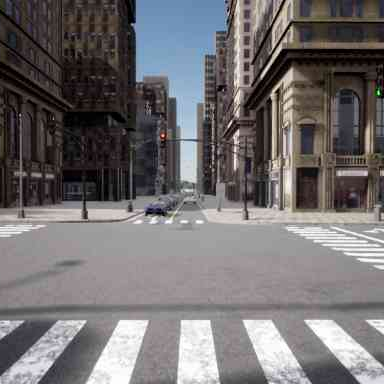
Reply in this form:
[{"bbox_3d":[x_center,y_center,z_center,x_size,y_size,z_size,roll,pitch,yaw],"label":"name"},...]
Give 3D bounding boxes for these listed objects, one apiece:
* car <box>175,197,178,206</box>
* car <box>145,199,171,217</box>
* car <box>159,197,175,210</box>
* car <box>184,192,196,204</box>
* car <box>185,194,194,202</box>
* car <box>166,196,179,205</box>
[{"bbox_3d":[-3.485,1.512,50.248,1.812,1.442,4.674,0,0,-1],"label":"car"},{"bbox_3d":[-3.354,1.592,31.589,1.895,1.301,4.718,0,0,-1],"label":"car"},{"bbox_3d":[-3.429,1.493,40.918,1.837,1.490,4.892,0,0,0],"label":"car"},{"bbox_3d":[-0.381,1.206,62.418,2.150,2.045,5.566,0,0,0],"label":"car"},{"bbox_3d":[-0.536,1.338,72.844,2.097,1.767,4.553,0,0,0],"label":"car"},{"bbox_3d":[-3.522,1.532,60.926,2.033,1.411,5.357,0,0,0],"label":"car"}]
